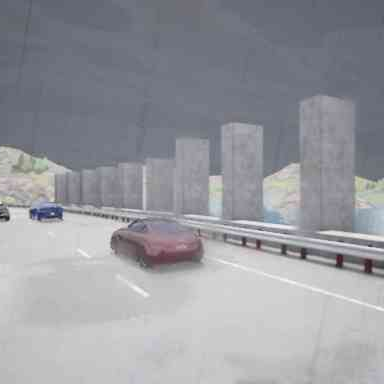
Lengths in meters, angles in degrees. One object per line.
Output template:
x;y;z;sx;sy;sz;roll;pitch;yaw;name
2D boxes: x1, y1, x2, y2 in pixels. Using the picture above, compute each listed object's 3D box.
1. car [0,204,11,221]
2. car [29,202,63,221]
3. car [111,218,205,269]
-16.446;1.689;27.820;2.033;1.411;5.357;0;0;-36;car
-12.533;1.598;28.385;1.882;1.535;5.008;0;0;-36;car
-1.335;1.590;11.442;1.994;1.385;4.181;0;0;-31;car
